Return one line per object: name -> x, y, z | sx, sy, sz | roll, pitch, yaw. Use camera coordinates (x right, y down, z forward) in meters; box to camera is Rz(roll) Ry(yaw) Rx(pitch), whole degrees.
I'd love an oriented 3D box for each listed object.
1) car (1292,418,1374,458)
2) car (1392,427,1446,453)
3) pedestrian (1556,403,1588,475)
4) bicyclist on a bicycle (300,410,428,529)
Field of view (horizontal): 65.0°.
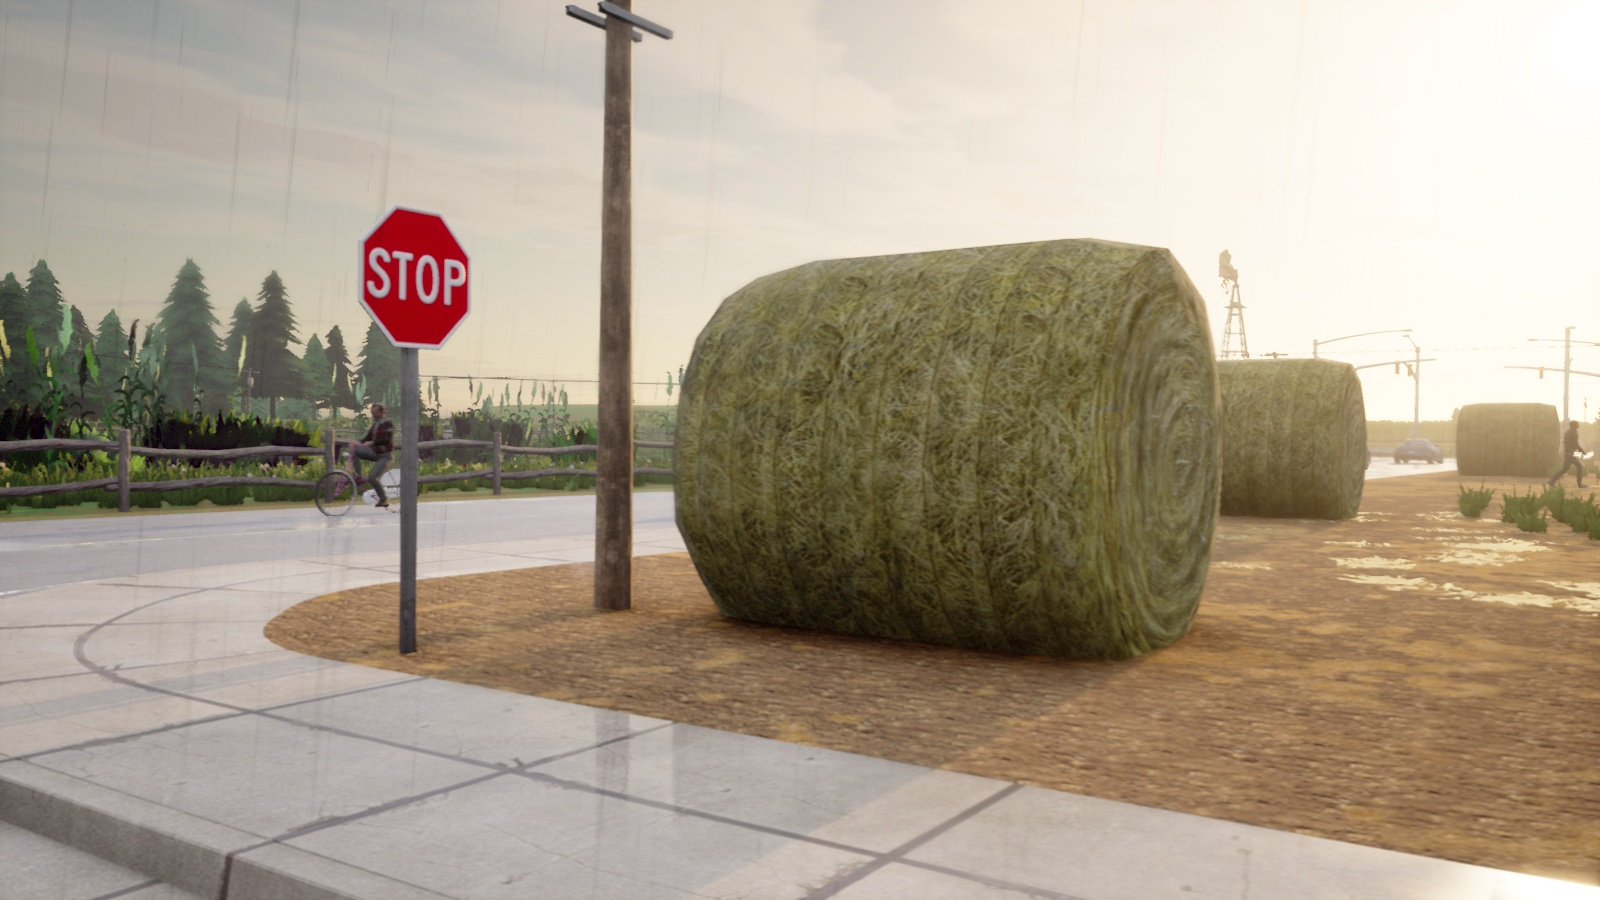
car -> 23.108, -0.526, 54.335 | 2.152, 1.651, 5.027 | 0, 1, 36
car -> 34.281, -0.545, 69.499 | 1.994, 1.385, 4.181 | 0, 1, 36
pedestrian -> 19.910, -0.289, 32.385 | 0.353, 1.847, 0.614 | -1, 1, -44
bicyclist on a bicycle -> -6.795, 0.282, 19.649 | 0.659, 1.776, 1.843 | 0, 1, 36
